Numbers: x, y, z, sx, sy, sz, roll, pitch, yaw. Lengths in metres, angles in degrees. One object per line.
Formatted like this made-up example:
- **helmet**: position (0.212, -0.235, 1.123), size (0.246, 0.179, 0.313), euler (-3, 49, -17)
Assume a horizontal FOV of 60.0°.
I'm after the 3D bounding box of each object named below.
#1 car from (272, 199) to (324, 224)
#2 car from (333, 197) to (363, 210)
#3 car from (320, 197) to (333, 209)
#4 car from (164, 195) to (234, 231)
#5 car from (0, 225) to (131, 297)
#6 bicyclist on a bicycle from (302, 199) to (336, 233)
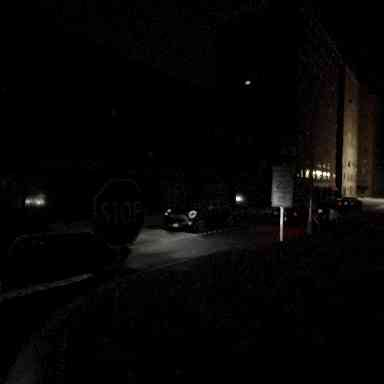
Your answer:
- **car**: position (7.188, 1.380, 22.719), size (1.895, 1.301, 4.718), euler (2, 1, 36)
- **car**: position (17.975, 1.284, 37.712), size (2.033, 1.411, 5.357), euler (2, 1, 36)
- **car**: position (16.430, 1.264, 40.514), size (1.895, 1.301, 4.718), euler (2, 1, 36)
- **car**: position (0.480, 1.076, 18.440), size (2.097, 1.767, 4.553), euler (2, 1, 36)
- **car**: position (-3.657, 1.427, 7.651), size (1.895, 1.301, 4.718), euler (2, 1, 36)
- **bicyclist on a bicycle**: position (6.254, 1.165, 16.435), size (1.656, 1.620, 0.582), euler (1, 1, 36)
